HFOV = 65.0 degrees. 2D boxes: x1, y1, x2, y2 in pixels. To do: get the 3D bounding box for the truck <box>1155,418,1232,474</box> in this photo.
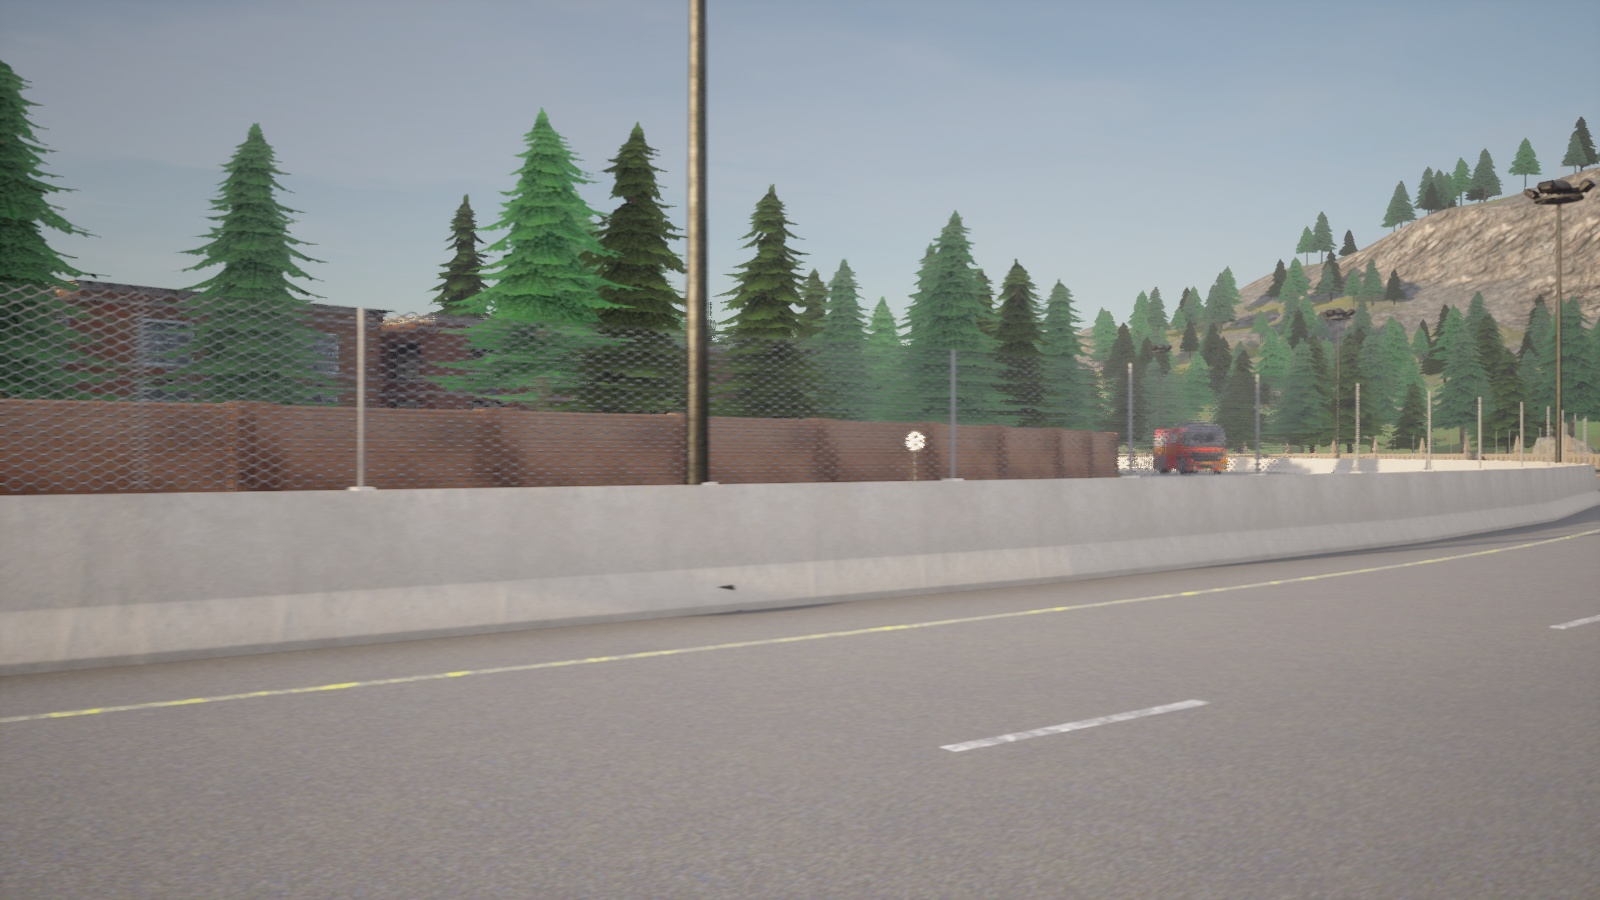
[{"bbox_3d":[28.319,-0.247,90.808,2.891,3.827,8.468,0,0,0],"label":"truck"}]
